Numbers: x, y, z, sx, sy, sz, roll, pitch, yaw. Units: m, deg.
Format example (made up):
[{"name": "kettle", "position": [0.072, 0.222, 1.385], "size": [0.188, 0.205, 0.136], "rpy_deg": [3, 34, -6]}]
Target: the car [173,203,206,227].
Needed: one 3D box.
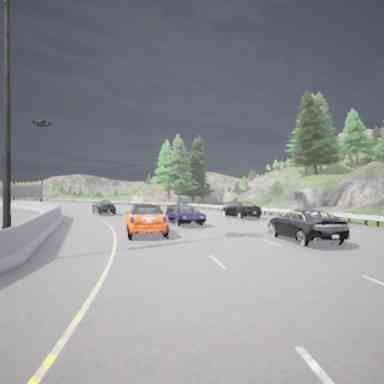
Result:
[{"name": "car", "position": [-0.591, 1.726, 24.128], "size": [1.895, 1.301, 4.718], "rpy_deg": [0, 0, -18]}]

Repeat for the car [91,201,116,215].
[{"name": "car", "position": [-9.725, 1.714, 36.432], "size": [1.837, 1.490, 4.892], "rpy_deg": [0, 0, -28]}]

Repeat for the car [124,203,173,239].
[{"name": "car", "position": [-2.602, 1.452, 18.374], "size": [2.097, 1.767, 4.553], "rpy_deg": [0, 0, -13]}]

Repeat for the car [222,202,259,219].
[{"name": "car", "position": [4.466, 1.626, 30.618], "size": [1.882, 1.535, 5.008], "rpy_deg": [0, 0, -21]}]

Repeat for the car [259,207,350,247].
[{"name": "car", "position": [5.210, 1.561, 15.503], "size": [2.128, 1.511, 4.902], "rpy_deg": [0, 0, -11]}]
